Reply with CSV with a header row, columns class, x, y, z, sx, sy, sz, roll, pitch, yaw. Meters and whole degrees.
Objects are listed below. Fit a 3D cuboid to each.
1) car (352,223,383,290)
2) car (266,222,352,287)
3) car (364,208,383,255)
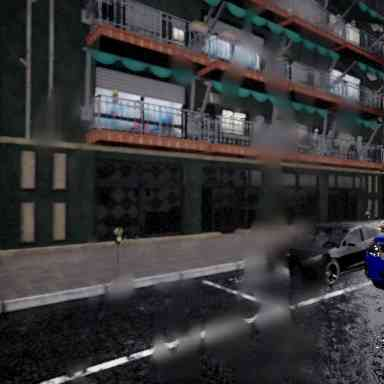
class,x,y,z,sx,sy,sz,roll,pitch,yaw
car,6.422,1.229,7.961,5.566,2.045,2.150,0,0,-36
car,4.015,1.573,9.417,4.313,1.339,1.947,0,0,-36
car,8.625,1.453,12.705,4.097,1.590,1.967,0,0,-36
